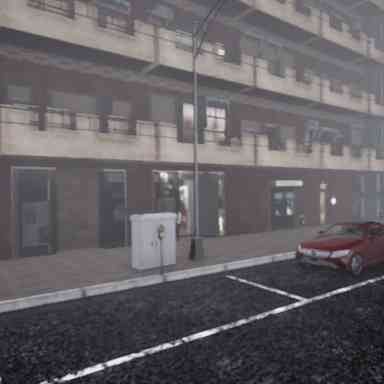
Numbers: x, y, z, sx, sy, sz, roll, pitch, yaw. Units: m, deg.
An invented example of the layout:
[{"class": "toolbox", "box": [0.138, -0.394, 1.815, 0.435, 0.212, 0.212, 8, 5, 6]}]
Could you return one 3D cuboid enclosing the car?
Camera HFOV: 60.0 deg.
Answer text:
[{"class": "car", "box": [4.943, 1.546, 10.096, 4.206, 1.307, 1.802, 0, -1, -35]}]
